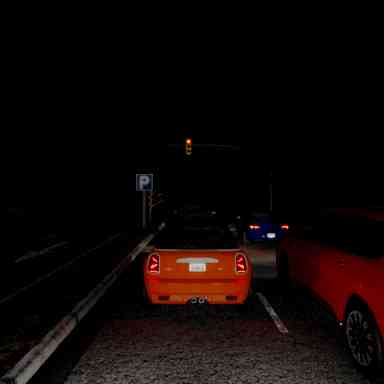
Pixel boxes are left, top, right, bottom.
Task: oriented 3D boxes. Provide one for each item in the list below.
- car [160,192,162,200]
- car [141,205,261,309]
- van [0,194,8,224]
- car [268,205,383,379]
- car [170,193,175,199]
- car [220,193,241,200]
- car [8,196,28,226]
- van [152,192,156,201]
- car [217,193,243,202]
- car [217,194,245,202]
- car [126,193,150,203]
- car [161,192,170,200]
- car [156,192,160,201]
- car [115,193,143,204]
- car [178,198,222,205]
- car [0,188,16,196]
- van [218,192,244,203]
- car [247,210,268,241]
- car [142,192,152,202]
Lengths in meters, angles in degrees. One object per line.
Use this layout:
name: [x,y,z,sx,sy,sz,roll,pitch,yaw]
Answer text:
car: [-9.798,1.352,75.248,4.674,1.452,2.002,-1,0,-13]
car: [0.101,1.363,8.049,2.097,1.767,4.553,0,0,0]
van: [-13.642,1.294,19.505,4.442,1.987,1.878,-1,0,-20]
car: [3.099,1.229,5.660,2.150,2.045,5.566,0,0,-1]
car: [-8.186,1.057,87.241,5.566,2.045,2.435,-1,0,-12]
car: [9.289,1.121,80.602,4.553,1.767,2.185,1,0,-12]
car: [-13.673,1.400,22.483,4.553,1.767,2.185,-1,0,-19]
van: [-10.386,1.086,69.280,4.442,1.987,1.878,-1,0,-14]
car: [7.529,1.135,65.898,4.553,1.767,2.185,1,0,-14]
car: [8.059,1.257,68.893,5.366,1.575,1.946,1,0,-13]
car: [-10.845,1.189,66.239,4.553,1.767,2.185,-1,0,-14]
car: [-8.630,1.349,84.234,4.674,1.452,2.002,-1,0,-12]
car: [-10.164,1.314,72.252,4.892,1.521,2.231,-1,0,-14]
car: [-11.570,1.352,60.294,4.792,1.488,2.163,-1,0,-15]
car: [0.141,1.376,16.696,2.097,1.767,4.553,0,0,0]
car: [-28.272,0.132,51.126,2.002,1.452,4.674,6,-3,-20]
van: [7.152,1.036,62.928,4.442,1.987,1.878,1,0,-14]
car: [3.130,1.547,15.354,1.812,1.442,4.674,0,0,0]
car: [-10.932,1.309,63.287,5.366,1.575,1.946,-1,0,-15]
